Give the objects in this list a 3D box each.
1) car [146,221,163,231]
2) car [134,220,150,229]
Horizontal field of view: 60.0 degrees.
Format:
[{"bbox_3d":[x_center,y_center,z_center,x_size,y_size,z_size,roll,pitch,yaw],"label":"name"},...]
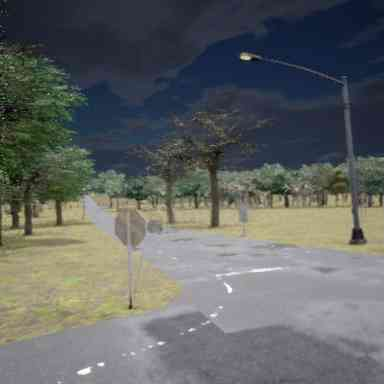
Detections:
[{"bbox_3d":[-5.591,4.962,48.887,2.033,1.411,5.357,-2,-3,-18],"label":"car"},{"bbox_3d":[-8.932,5.663,58.811,1.895,1.301,4.718,-2,-3,-19],"label":"car"}]
